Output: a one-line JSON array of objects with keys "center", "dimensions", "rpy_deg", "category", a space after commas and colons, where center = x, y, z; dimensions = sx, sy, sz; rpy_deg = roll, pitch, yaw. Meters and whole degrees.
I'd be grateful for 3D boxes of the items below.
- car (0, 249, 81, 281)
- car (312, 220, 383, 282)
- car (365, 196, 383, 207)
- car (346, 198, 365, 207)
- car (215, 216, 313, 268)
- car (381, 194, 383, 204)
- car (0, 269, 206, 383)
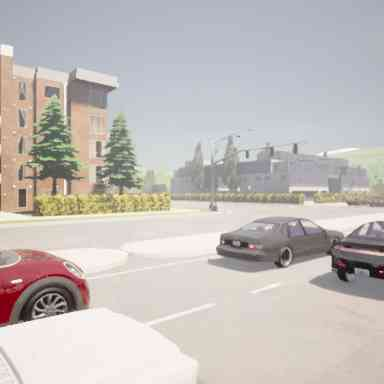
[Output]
[{"center": [-3.960, 1.352, 5.089], "dimensions": [4.553, 1.767, 2.097], "rpy_deg": [0, 0, -40], "category": "car"}, {"center": [5.457, 1.489, 8.643], "dimensions": [4.902, 1.511, 2.128], "rpy_deg": [0, 0, -40], "category": "car"}, {"center": [28.179, 1.339, 49.509], "dimensions": [4.553, 1.767, 2.097], "rpy_deg": [0, 0, -41], "category": "car"}, {"center": [26.187, 1.587, 52.434], "dimensions": [4.718, 1.301, 1.895], "rpy_deg": [0, 0, -40], "category": "car"}, {"center": [3.207, 1.545, 11.325], "dimensions": [5.357, 1.411, 2.033], "rpy_deg": [0, 0, -40], "category": "car"}, {"center": [37.153, 1.338, 61.697], "dimensions": [4.553, 1.767, 2.097], "rpy_deg": [0, 0, -40], "category": "car"}, {"center": [-2.141, 1.601, 2.040], "dimensions": [4.718, 1.301, 1.895], "rpy_deg": [0, 0, -40], "category": "car"}]
